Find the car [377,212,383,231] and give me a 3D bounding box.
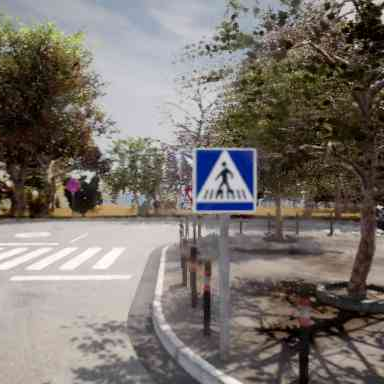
[{"bbox_3d":[12.566,1.451,17.792,4.553,1.767,2.097,0,-1,23],"label":"car"}]
